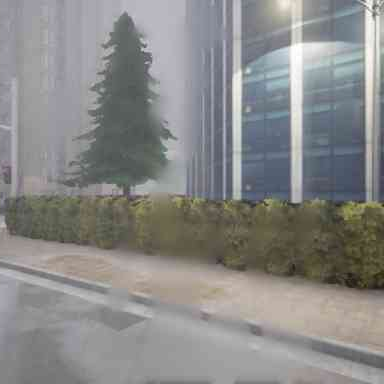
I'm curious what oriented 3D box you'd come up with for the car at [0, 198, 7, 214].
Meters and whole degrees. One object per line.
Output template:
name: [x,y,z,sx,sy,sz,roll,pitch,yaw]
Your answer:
car: [-18.870,1.352,32.071,2.097,1.767,4.553,0,0,36]
